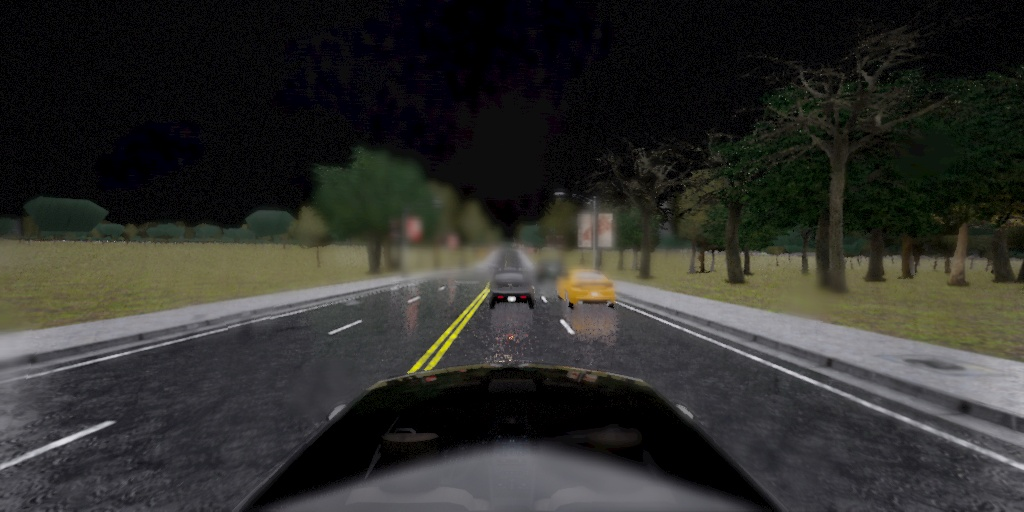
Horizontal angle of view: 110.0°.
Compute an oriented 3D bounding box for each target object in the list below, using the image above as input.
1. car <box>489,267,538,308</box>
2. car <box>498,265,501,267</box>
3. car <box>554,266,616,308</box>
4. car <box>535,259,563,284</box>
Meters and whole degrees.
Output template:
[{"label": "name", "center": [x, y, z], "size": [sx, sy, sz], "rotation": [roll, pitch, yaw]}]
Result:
[{"label": "car", "center": [0.001, 1.409, 16.149], "size": [1.837, 1.490, 4.892], "rotation": [0, 0, 0]}, {"label": "car", "center": [-0.002, 1.664, 31.151], "size": [1.994, 1.385, 4.181], "rotation": [0, -1, 0]}, {"label": "car", "center": [3.253, 1.380, 16.319], "size": [1.882, 1.535, 5.008], "rotation": [0, 0, 0]}, {"label": "car", "center": [3.244, 1.312, 30.890], "size": [2.150, 2.045, 5.566], "rotation": [0, -1, 0]}]
